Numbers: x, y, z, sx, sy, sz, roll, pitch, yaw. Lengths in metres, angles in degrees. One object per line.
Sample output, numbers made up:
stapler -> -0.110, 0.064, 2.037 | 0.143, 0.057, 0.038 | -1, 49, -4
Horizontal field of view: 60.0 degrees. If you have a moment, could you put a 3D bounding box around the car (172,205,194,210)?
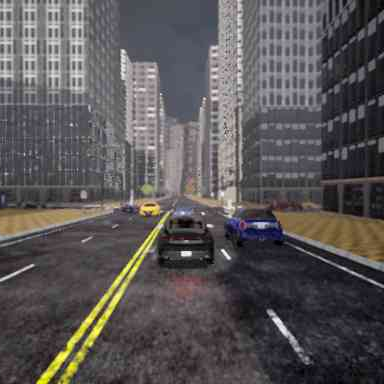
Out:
car -> -0.818, 1.839, 29.388 | 2.033, 1.411, 5.357 | 0, -1, -2

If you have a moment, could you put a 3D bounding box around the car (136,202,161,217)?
car -> -4.463, 1.837, 35.888 | 1.882, 1.535, 5.008 | 0, -1, -2

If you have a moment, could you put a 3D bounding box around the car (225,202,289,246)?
car -> 2.878, 1.510, 16.341 | 2.097, 1.767, 4.553 | 0, -1, -2

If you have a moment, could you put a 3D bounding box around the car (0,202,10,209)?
car -> -30.092, 1.957, 50.724 | 4.206, 1.307, 1.802 | 0, 0, -1

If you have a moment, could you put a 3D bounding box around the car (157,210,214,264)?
car -> -0.244, 1.631, 12.399 | 1.837, 1.490, 4.892 | 0, -1, -2

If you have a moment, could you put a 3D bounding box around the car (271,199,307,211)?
car -> 14.516, 2.001, 51.619 | 5.009, 1.841, 2.192 | 0, 0, -1

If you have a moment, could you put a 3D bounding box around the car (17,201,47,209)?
car -> -24.406, 1.981, 50.789 | 4.313, 1.339, 1.947 | 0, 0, -1

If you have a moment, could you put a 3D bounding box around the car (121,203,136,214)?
car -> -7.885, 2.038, 42.621 | 1.895, 1.301, 4.718 | 0, -1, -2

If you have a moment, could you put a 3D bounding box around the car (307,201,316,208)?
car -> 19.832, 2.197, 60.094 | 4.829, 1.417, 1.752 | 0, 0, -1
